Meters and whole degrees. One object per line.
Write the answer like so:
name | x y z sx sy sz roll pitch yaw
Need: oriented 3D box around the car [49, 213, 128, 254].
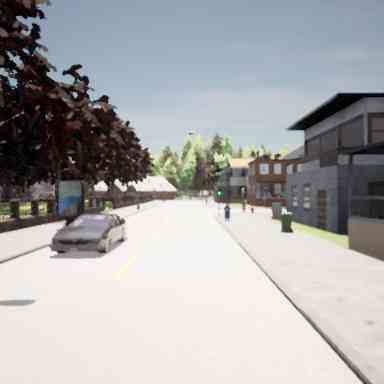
car | -4.000 1.588 13.948 2.033 1.411 5.357 0 0 0
